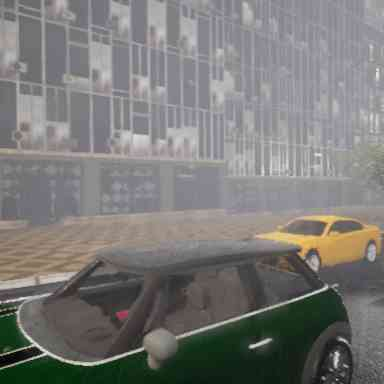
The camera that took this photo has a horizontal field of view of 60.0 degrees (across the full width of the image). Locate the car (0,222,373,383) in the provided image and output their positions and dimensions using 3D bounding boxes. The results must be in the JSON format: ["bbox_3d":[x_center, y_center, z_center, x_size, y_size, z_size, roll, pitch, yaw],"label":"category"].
[{"bbox_3d":[-0.425,1.353,3.338,4.553,1.767,2.097,0,0,-35],"label":"car"}]

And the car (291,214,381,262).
[{"bbox_3d":[3.947,1.486,10.371,5.008,1.535,1.882,0,0,-36],"label":"car"}]
